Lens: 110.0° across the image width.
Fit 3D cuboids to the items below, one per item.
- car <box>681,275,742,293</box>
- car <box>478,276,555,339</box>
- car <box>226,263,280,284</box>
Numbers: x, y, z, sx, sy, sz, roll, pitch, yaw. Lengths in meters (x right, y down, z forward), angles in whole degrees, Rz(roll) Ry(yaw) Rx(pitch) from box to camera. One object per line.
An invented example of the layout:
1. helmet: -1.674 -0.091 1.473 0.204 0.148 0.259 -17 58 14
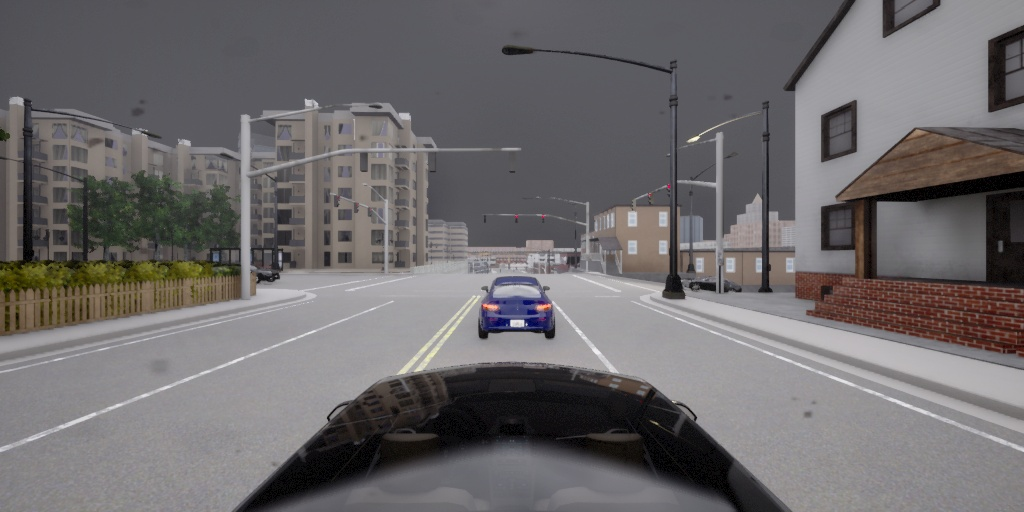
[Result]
1. car: 16.309 2.363 29.664 4.902 1.511 2.128 8 0 1
2. car: 0.107 1.276 9.985 1.812 1.442 4.674 0 0 0
3. car: -19.822 1.255 26.475 4.892 1.490 1.837 0 0 1
